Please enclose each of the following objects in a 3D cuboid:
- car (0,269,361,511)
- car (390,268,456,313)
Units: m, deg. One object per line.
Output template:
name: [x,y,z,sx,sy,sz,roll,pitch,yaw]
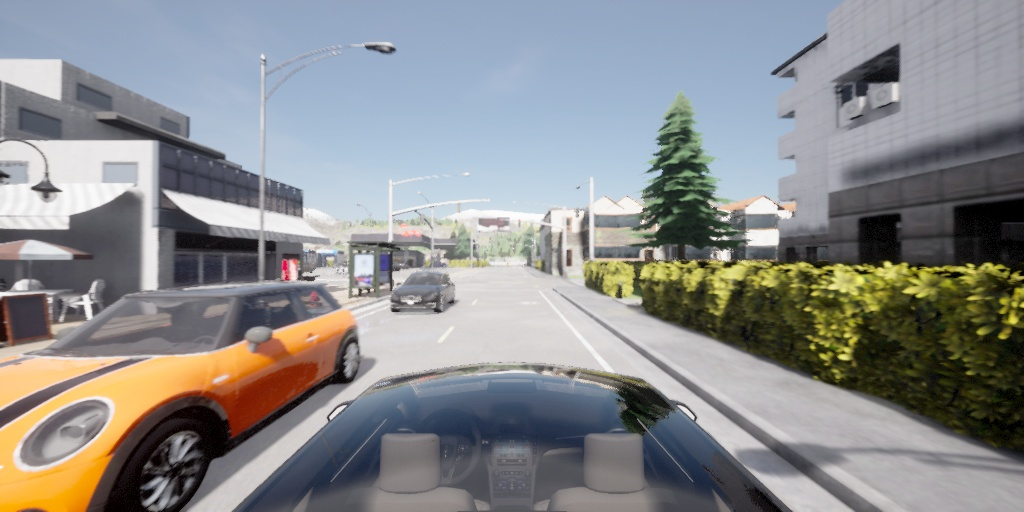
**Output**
car: [-3.593,1.131,4.143,2.097,1.767,4.553,0,-1,0]
car: [-3.511,1.407,14.893,1.837,1.490,4.892,0,-1,0]
